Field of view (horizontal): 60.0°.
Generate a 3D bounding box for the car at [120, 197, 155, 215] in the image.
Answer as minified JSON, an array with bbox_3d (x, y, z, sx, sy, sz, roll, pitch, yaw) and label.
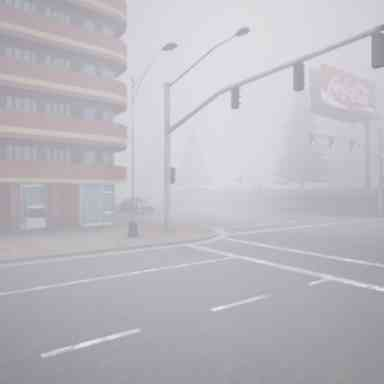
[{"bbox_3d":[-5.541,1.315,33.716,2.097,1.767,4.553,0,0,-36],"label":"car"}]
